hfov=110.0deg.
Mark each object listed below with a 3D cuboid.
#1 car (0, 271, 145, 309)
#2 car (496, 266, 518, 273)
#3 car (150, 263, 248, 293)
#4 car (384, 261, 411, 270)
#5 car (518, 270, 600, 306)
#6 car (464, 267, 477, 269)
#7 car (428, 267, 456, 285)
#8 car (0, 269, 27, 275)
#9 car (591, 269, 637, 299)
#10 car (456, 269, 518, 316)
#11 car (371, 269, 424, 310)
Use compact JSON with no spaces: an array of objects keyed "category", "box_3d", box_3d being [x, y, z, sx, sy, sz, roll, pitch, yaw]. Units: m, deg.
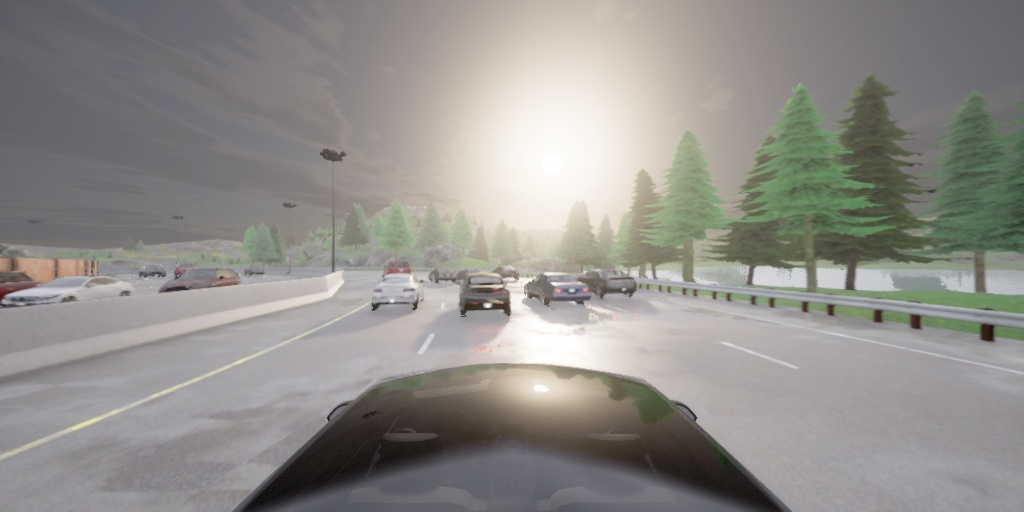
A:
[{"category":"car","box_3d":[-19.447,1.616,16.079,1.812,1.442,4.674,0,-1,-14]},{"category":"car","box_3d":[-0.826,1.761,37.535,1.812,1.442,4.674,0,-1,-24]},{"category":"car","box_3d":[-16.769,1.468,19.569,2.097,1.767,4.553,0,-1,-16]},{"category":"car","box_3d":[-11.361,1.510,35.509,2.150,2.045,5.566,0,-1,-25]},{"category":"car","box_3d":[1.977,1.487,17.024,2.033,1.411,5.357,0,-1,-11]},{"category":"car","box_3d":[-4.215,1.811,36.520,1.994,1.385,4.181,0,-1,-24]},{"category":"car","box_3d":[-6.475,1.768,33.219,2.033,1.411,5.357,0,-1,-22]},{"category":"car","box_3d":[-22.783,1.452,14.939,2.097,1.767,4.553,0,-1,-14]},{"category":"car","box_3d":[4.920,1.444,19.671,2.128,1.511,4.902,0,-1,-12]},{"category":"car","box_3d":[-1.188,1.434,14.396,1.837,1.490,4.892,0,-1,-9]},{"category":"car","box_3d":[-5.000,1.505,16.060,1.812,1.442,4.674,0,-1,-10]}]
